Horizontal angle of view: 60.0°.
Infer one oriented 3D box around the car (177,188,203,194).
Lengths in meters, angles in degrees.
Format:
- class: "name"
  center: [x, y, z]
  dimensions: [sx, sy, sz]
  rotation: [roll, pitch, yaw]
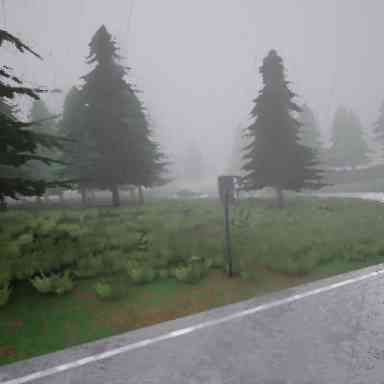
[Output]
- class: "car"
  center: [-0.312, 0.171, 52.700]
  dimensions: [1.837, 1.490, 4.892]
  rotation: [-7, 4, -45]
